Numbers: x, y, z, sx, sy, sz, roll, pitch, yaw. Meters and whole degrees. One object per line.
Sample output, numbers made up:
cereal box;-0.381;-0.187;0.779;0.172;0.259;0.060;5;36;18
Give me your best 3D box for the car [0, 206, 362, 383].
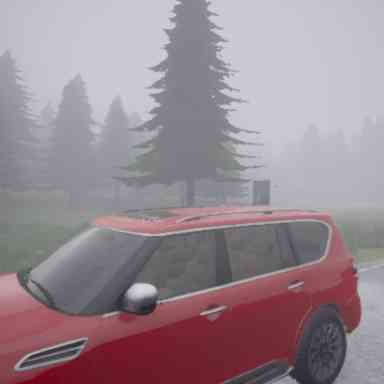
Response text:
car;-0.331;1.220;3.750;5.566;2.045;2.150;0;0;-35
